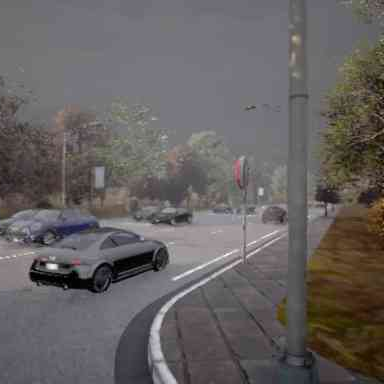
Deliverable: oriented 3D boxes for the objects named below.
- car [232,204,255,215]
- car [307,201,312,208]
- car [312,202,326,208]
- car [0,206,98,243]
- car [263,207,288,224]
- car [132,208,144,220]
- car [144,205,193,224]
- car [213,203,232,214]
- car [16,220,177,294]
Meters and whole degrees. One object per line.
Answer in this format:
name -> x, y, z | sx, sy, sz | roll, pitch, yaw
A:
car -> 7.790, 2.441, 48.013 | 1.837, 1.490, 4.892 | 0, -2, 25
car -> 29.536, 3.420, 86.663 | 1.895, 1.301, 4.718 | 0, -1, 25
car -> 32.526, 3.322, 84.789 | 1.837, 1.490, 4.892 | 0, -1, 25
car -> -6.793, 1.578, 16.672 | 2.097, 1.767, 4.553 | 0, -1, 25
car -> 8.029, 2.188, 31.816 | 1.812, 1.442, 4.674 | 0, -1, 25
car -> -3.736, 2.026, 31.620 | 1.837, 1.490, 4.892 | 0, -1, 25
car -> -1.618, 1.956, 27.863 | 1.882, 1.535, 5.008 | 0, -1, 25
car -> 4.755, 2.440, 49.778 | 1.837, 1.490, 4.892 | 0, -2, 25
car -> -2.339, 1.715, 9.390 | 1.994, 1.385, 4.181 | 0, -1, 25
